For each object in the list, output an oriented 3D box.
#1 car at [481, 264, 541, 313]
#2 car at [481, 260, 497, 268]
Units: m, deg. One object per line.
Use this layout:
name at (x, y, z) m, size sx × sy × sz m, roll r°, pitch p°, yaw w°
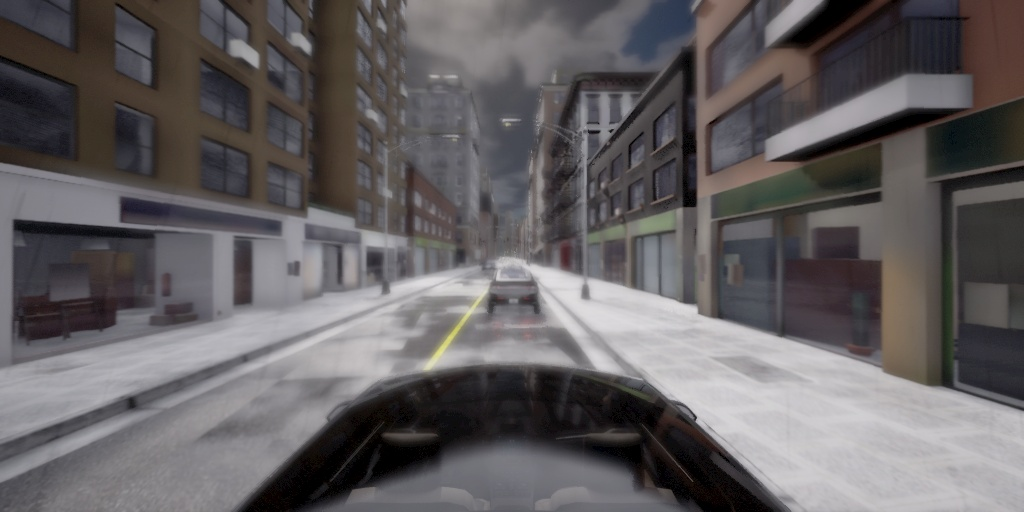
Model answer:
car at (0.073, 1.242, 14.021) m, size 2.128 × 1.511 × 4.902 m, roll 0°, pitch 0°, yaw 0°
car at (-3.079, 1.289, 48.665) m, size 2.128 × 1.511 × 4.902 m, roll 0°, pitch 0°, yaw 0°
